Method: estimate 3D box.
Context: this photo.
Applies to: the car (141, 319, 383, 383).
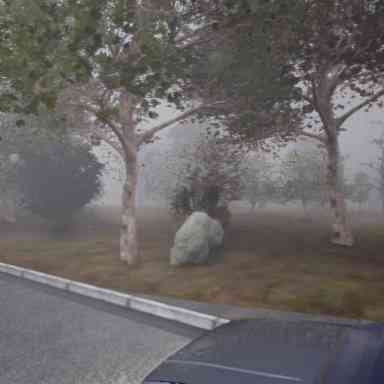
[{"bbox_3d":[2.100,1.544,1.881,5.357,1.411,2.033,0,0,35],"label":"car"}]
